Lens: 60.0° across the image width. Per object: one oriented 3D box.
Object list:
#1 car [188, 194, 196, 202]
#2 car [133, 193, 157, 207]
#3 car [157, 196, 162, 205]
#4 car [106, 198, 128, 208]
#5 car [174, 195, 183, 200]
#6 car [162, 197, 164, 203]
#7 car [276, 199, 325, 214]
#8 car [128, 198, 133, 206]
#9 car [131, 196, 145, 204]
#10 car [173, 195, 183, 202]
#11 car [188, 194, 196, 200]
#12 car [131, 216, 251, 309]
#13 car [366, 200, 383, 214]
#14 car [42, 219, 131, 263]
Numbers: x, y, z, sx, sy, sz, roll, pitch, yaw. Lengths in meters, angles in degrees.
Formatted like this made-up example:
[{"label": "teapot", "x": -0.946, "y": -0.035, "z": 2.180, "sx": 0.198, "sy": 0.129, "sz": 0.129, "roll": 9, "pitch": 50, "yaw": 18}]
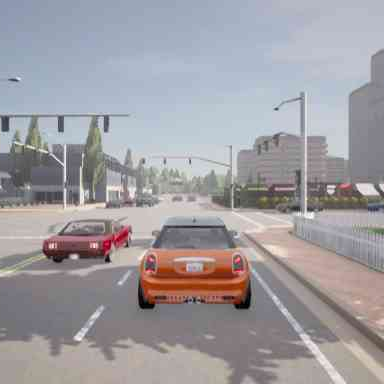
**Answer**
[{"label": "car", "x": -0.028, "y": 1.517, "z": 77.353, "sx": 2.033, "sy": 1.411, "sz": 5.357, "roll": 0, "pitch": 0, "yaw": 0}, {"label": "car", "x": -7.114, "y": 1.212, "z": 51.077, "sx": 2.150, "sy": 2.045, "sz": 5.566, "roll": 0, "pitch": 0, "yaw": 1}, {"label": "car", "x": -7.093, "y": 1.552, "z": 60.483, "sx": 1.994, "sy": 1.385, "sz": 4.181, "roll": 0, "pitch": 0, "yaw": 0}, {"label": "car", "x": -10.614, "y": 1.555, "z": 46.251, "sx": 1.994, "sy": 1.385, "sz": 4.181, "roll": 0, "pitch": 0, "yaw": 0}, {"label": "car", "x": -3.531, "y": 1.408, "z": 87.625, "sx": 1.994, "sy": 1.385, "sz": 4.181, "roll": 0, "pitch": 0, "yaw": 0}, {"label": "car", "x": -7.025, "y": 1.511, "z": 70.808, "sx": 1.812, "sy": 1.442, "sz": 4.674, "roll": 0, "pitch": 0, "yaw": 0}, {"label": "car", "x": 11.259, "y": 1.485, "z": 34.676, "sx": 4.902, "sy": 1.511, "sz": 2.128, "roll": 0, "pitch": 0, "yaw": -1}, {"label": "car", "x": -10.605, "y": 1.590, "z": 55.013, "sx": 1.895, "sy": 1.301, "sz": 4.718, "roll": 0, "pitch": 0, "yaw": 0}, {"label": "car", "x": -10.569, "y": 1.551, "z": 64.961, "sx": 1.994, "sy": 1.385, "sz": 4.181, "roll": 0, "pitch": 0, "yaw": 0}, {"label": "car", "x": -3.528, "y": 1.498, "z": 77.670, "sx": 1.812, "sy": 1.442, "sz": 4.674, "roll": 0, "pitch": 0, "yaw": 0}, {"label": "car", "x": -0.031, "y": 1.381, "z": 87.628, "sx": 2.128, "sy": 1.511, "sz": 4.902, "roll": 0, "pitch": 0, "yaw": 0}, {"label": "car", "x": 0.061, "y": 1.350, "z": 8.017, "sx": 2.097, "sy": 1.767, "sz": 4.553, "roll": 0, "pitch": 0, "yaw": 0}, {"label": "car", "x": 20.903, "y": 1.471, "z": 34.917, "sx": 5.008, "sy": 1.535, "sz": 1.882, "roll": 0, "pitch": 0, "yaw": -2}, {"label": "car", "x": -3.420, "y": 1.599, "z": 11.912, "sx": 1.895, "sy": 1.301, "sz": 4.718, "roll": 0, "pitch": 0, "yaw": 0}]
